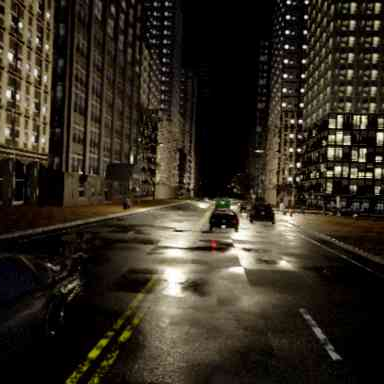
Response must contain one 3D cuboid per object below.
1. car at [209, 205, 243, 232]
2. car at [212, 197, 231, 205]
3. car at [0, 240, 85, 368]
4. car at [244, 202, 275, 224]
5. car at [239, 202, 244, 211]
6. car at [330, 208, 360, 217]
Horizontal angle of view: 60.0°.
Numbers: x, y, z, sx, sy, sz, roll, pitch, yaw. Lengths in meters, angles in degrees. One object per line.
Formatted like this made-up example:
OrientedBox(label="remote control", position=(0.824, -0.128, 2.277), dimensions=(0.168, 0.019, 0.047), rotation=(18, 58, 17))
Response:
OrientedBox(label="car", position=(2.124, 1.815, 22.339), dimensions=(1.895, 1.301, 4.718), rotation=(3, 0, 5))
OrientedBox(label="car", position=(4.376, 1.681, 47.555), dimensions=(2.150, 2.045, 5.566), rotation=(3, -1, 5))
OrientedBox(label="car", position=(-2.989, 1.428, 3.667), dimensions=(2.033, 1.411, 5.357), rotation=(3, 0, 5))
OrientedBox(label="car", position=(5.999, 1.781, 29.308), dimensions=(2.097, 1.767, 4.553), rotation=(3, 0, 5))
OrientedBox(label="car", position=(7.441, 2.060, 45.702), dimensions=(1.882, 1.535, 5.008), rotation=(3, 0, 5))
OrientedBox(label="car", position=(23.849, 3.202, 51.771), dimensions=(4.403, 1.369, 2.008), rotation=(3, 0, 4))
